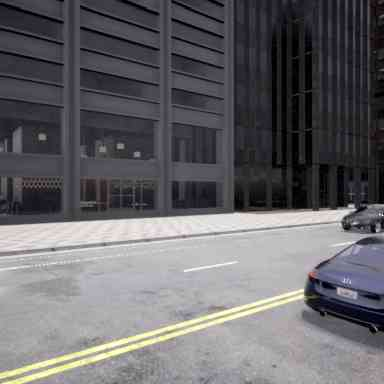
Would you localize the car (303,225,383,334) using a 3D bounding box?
[{"bbox_3d":[4.061,1.563,6.410,4.181,1.385,1.994,0,0,-36],"label":"car"}]

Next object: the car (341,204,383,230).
[{"bbox_3d":[10.661,1.504,19.488,4.892,1.490,1.837,0,0,-36],"label":"car"}]
